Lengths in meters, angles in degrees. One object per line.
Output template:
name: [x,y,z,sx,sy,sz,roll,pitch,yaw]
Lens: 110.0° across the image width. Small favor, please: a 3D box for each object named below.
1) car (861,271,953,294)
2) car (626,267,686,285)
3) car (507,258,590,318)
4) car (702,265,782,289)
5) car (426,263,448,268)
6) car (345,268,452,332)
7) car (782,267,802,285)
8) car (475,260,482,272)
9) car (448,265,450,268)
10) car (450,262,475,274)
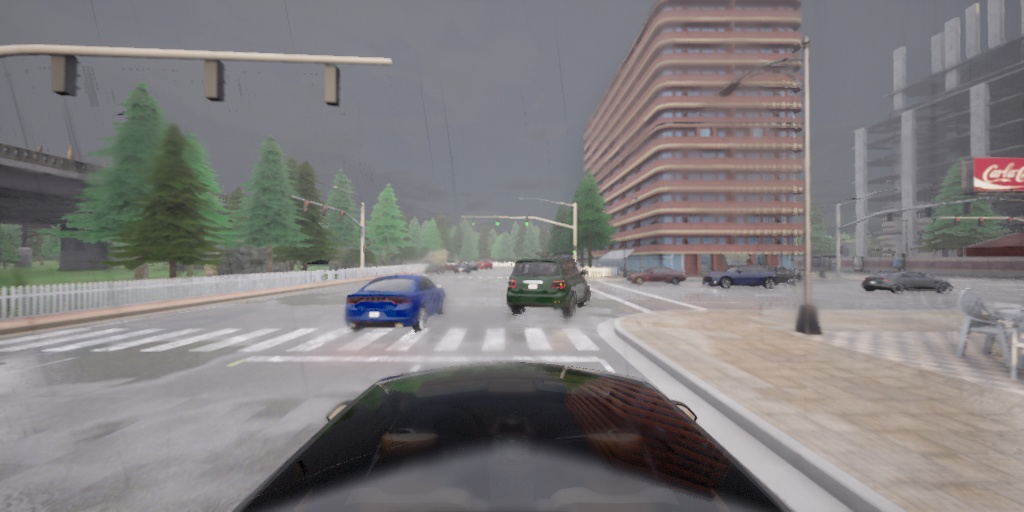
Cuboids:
car: [24.338,1.608,22.188,4.181,1.385,1.994,0,-1,0]
car: [11.798,1.616,29.498,4.674,1.442,1.812,0,-1,3]
car: [1.581,1.121,13.988,2.150,2.045,5.566,-1,-1,20]
car: [16.290,1.416,25.899,4.553,1.767,2.097,0,-1,0]
car: [-10.362,1.680,48.383,1.837,1.490,4.892,0,-1,0]
car: [-3.366,1.314,11.273,1.882,1.535,5.008,0,-1,0]
car: [20.866,1.610,29.357,4.892,1.490,1.837,0,-1,1]
car: [-6.714,1.769,60.006,1.882,1.535,5.008,0,-1,1]
car: [-10.245,1.864,57.640,1.895,1.301,4.718,0,-1,1]
car: [-6.851,1.693,50.523,2.128,1.511,4.902,0,-1,1]
